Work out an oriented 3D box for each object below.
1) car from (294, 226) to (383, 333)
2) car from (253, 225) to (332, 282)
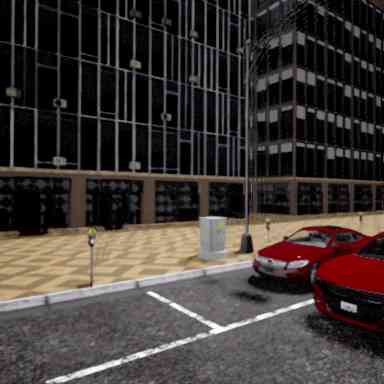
[{"bbox_3d":[4.434,1.491,6.540,5.008,1.535,1.882,0,0,-35],"label":"car"},{"bbox_3d":[3.534,1.596,9.077,4.206,1.307,1.802,0,0,-35],"label":"car"}]
